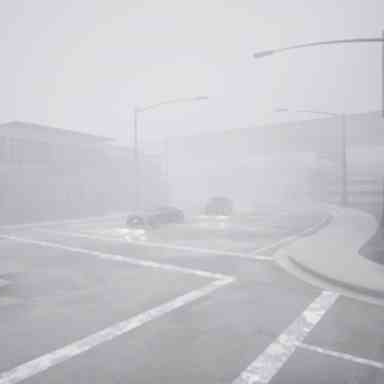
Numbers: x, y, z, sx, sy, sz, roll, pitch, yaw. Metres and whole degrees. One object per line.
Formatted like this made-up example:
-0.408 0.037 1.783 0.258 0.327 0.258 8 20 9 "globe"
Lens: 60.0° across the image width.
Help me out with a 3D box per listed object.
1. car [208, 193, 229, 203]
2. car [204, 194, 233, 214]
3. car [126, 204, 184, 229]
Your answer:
4.267 0.954 54.240 2.033 1.411 5.357 0 0 -11 "car"
2.485 1.192 30.480 1.837 1.490 4.892 -1 2 19 "car"
-2.271 1.476 21.293 1.994 1.385 4.181 -1 1 32 "car"
